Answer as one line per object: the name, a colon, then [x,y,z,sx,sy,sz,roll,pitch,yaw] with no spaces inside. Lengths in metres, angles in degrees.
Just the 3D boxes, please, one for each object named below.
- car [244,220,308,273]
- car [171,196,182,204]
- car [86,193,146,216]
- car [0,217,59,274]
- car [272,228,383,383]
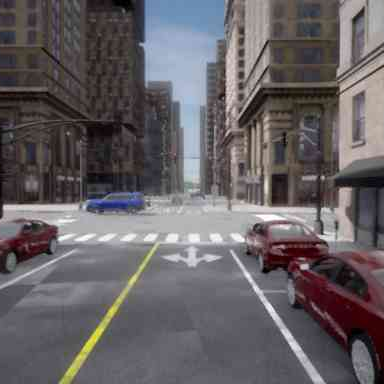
car: [2.755,1.547,10.549,1.887,1.381,4.507,-1,0,0]
car: [-2.936,1.562,64.371,2.033,1.411,5.357,0,0,1]
car: [-7.126,1.122,31.514,5.566,2.045,2.150,0,1,0]
car: [-5.770,1.547,10.552,1.887,1.381,4.507,-1,0,0]
car: [2.754,1.546,5.044,1.887,1.381,4.507,-1,0,0]
